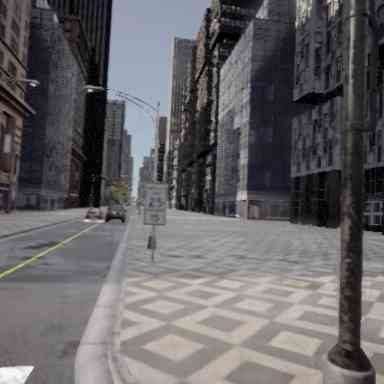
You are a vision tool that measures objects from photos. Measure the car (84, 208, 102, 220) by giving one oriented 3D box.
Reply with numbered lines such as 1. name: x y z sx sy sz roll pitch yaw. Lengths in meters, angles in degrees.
1. car: -12.957 2.901 44.283 1.812 1.442 4.674 3 -3 -10

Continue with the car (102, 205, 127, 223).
1. car: -9.131 2.597 40.040 2.150 2.045 5.566 3 -3 -9

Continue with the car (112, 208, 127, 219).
1. car: -11.001 3.276 50.651 1.812 1.442 4.674 3 -2 -9
